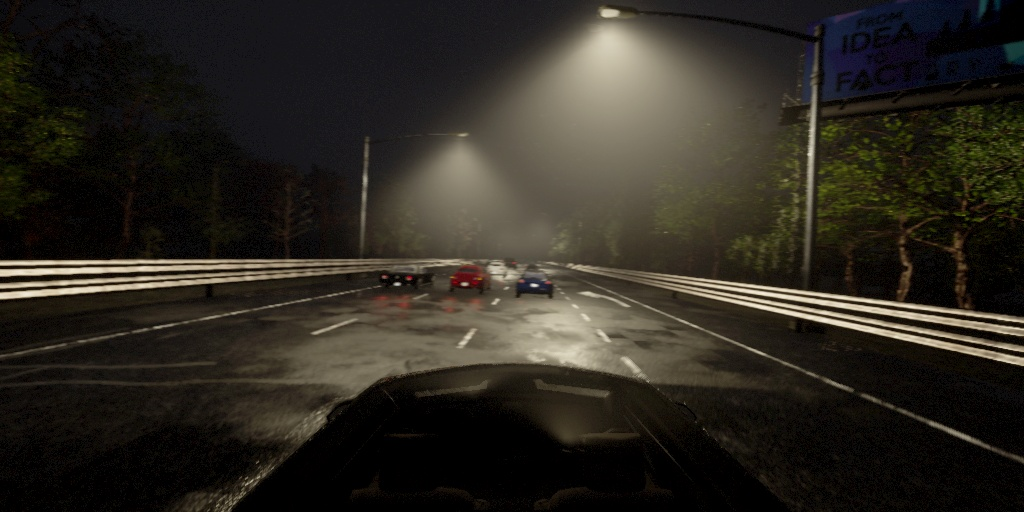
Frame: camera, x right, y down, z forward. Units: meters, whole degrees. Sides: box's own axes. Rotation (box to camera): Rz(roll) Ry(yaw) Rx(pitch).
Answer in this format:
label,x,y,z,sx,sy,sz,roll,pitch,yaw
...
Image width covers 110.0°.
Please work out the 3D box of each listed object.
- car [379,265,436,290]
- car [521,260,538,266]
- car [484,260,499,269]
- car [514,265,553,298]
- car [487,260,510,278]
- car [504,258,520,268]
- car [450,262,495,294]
label,x,y,z,sx,sy,sz,roll,pitch,yaw
car,-5.739,1.160,20.493,1.895,1.301,4.718,3,0,3
car,2.676,1.709,49.677,1.994,1.385,4.181,3,0,3
car,-3.624,1.436,64.095,2.128,1.511,4.902,3,0,3
car,1.234,1.458,20.001,1.994,1.385,4.181,3,0,3
car,-1.494,1.377,35.901,1.812,1.442,4.674,3,0,3
car,-0.312,1.296,59.950,2.150,2.045,5.566,3,0,3
car,-2.250,1.253,20.247,1.812,1.442,4.674,3,0,3
